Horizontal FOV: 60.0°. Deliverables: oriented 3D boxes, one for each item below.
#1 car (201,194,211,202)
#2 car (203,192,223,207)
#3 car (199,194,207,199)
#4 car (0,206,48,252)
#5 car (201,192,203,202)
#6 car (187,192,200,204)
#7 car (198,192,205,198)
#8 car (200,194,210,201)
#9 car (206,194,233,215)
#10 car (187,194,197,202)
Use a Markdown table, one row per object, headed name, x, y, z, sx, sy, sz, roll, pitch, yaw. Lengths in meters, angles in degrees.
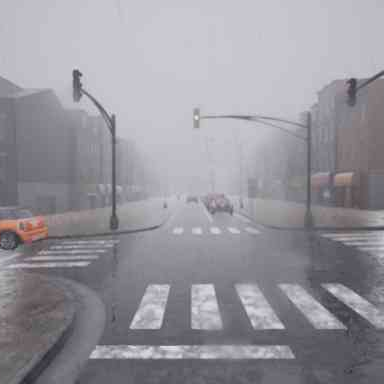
| name | x | y | z | sx | sy | sz | roll | pitch | yaw |
| --- | --- | --- | --- | --- | --- | --- | --- | --- | --- |
| car | 2.690 | 1.129 | 63.315 | 1.752 | 1.417 | 4.829 | -1 | 0 | 0 |
| car | 2.662 | 1.060 | 36.132 | 2.192 | 1.841 | 5.009 | -1 | 0 | 0 |
| car | 2.711 | 1.098 | 84.755 | 1.802 | 1.307 | 4.206 | -1 | 0 | 0 |
| car | -8.569 | 1.431 | 13.861 | 4.553 | 1.767 | 2.097 | -2 | 1 | 5 |
| car | 2.667 | 1.029 | 41.535 | 2.192 | 1.841 | 5.009 | -1 | 0 | 0 |
| car | 0.053 | 1.144 | 55.790 | 1.837 | 1.490 | 4.892 | 0 | 0 | 0 |
| car | 2.719 | 0.920 | 95.559 | 1.967 | 1.590 | 4.097 | -1 | 0 | 0 |
| car | 2.695 | 1.105 | 68.717 | 1.752 | 1.417 | 4.829 | -1 | 0 | 0 |
| car | 2.659 | 1.217 | 30.731 | 1.967 | 1.590 | 4.097 | -1 | 0 | 0 |
| car | 0.063 | 1.155 | 66.211 | 1.994 | 1.385 | 4.181 | 0 | 0 | 0 |
